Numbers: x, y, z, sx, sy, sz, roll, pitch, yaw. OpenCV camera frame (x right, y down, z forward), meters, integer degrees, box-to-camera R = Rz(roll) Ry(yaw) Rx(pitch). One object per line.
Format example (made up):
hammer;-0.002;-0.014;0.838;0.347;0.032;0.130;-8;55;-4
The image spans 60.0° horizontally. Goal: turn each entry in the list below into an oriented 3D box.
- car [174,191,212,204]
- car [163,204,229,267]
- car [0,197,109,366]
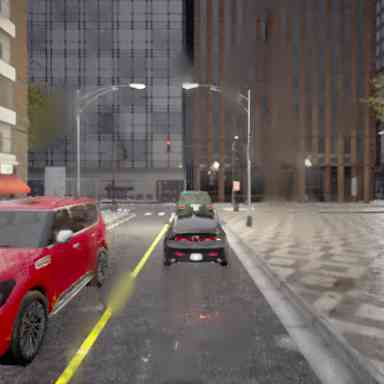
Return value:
car;0.075;0.963;21.112;2.150;2.045;5.566;0;1;-3
car;0.098;1.371;10.885;1.837;1.490;4.892;0;1;0
car;-3.101;1.146;6.041;2.150;2.045;5.566;0;1;0
